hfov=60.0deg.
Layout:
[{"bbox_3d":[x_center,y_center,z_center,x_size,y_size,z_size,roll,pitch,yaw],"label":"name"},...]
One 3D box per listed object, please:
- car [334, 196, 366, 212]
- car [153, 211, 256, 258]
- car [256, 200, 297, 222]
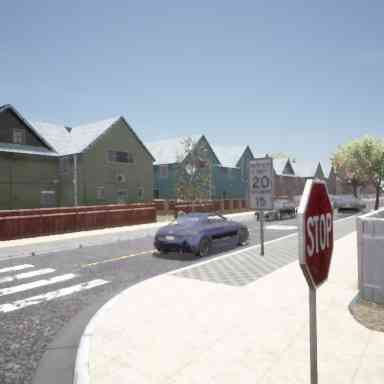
[{"bbox_3d":[16.152,1.284,33.518,1.994,1.385,4.181,-2,-1,37],"label":"car"},{"bbox_3d":[0.479,1.477,12.597,1.994,1.385,4.181,-2,-1,37],"label":"car"},{"bbox_3d":[6.428,1.367,25.458,2.128,1.511,4.902,-2,-1,37],"label":"car"}]
